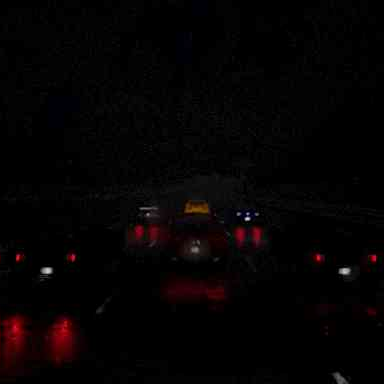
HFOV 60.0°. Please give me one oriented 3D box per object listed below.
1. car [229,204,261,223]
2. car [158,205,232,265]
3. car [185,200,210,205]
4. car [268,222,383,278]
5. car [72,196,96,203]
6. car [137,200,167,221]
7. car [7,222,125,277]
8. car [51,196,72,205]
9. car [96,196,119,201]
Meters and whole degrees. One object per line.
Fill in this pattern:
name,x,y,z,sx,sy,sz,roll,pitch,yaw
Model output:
car,3.858,1.529,24.886,1.895,1.301,4.718,0,0,2
car,0.151,1.433,11.610,1.882,1.535,5.008,0,0,2
car,0.443,1.396,27.865,1.882,1.535,5.008,0,0,2
car,3.624,1.563,10.022,1.895,1.301,4.718,0,0,1
car,-16.368,1.321,52.007,1.882,1.535,5.008,0,0,3
car,-3.100,1.411,26.422,2.128,1.511,4.902,0,0,2
car,-3.376,1.559,10.050,1.895,1.301,4.718,0,0,1
car,-19.880,1.387,51.766,2.033,1.411,5.357,0,0,3
car,-12.864,1.325,52.064,1.882,1.535,5.008,0,0,3
